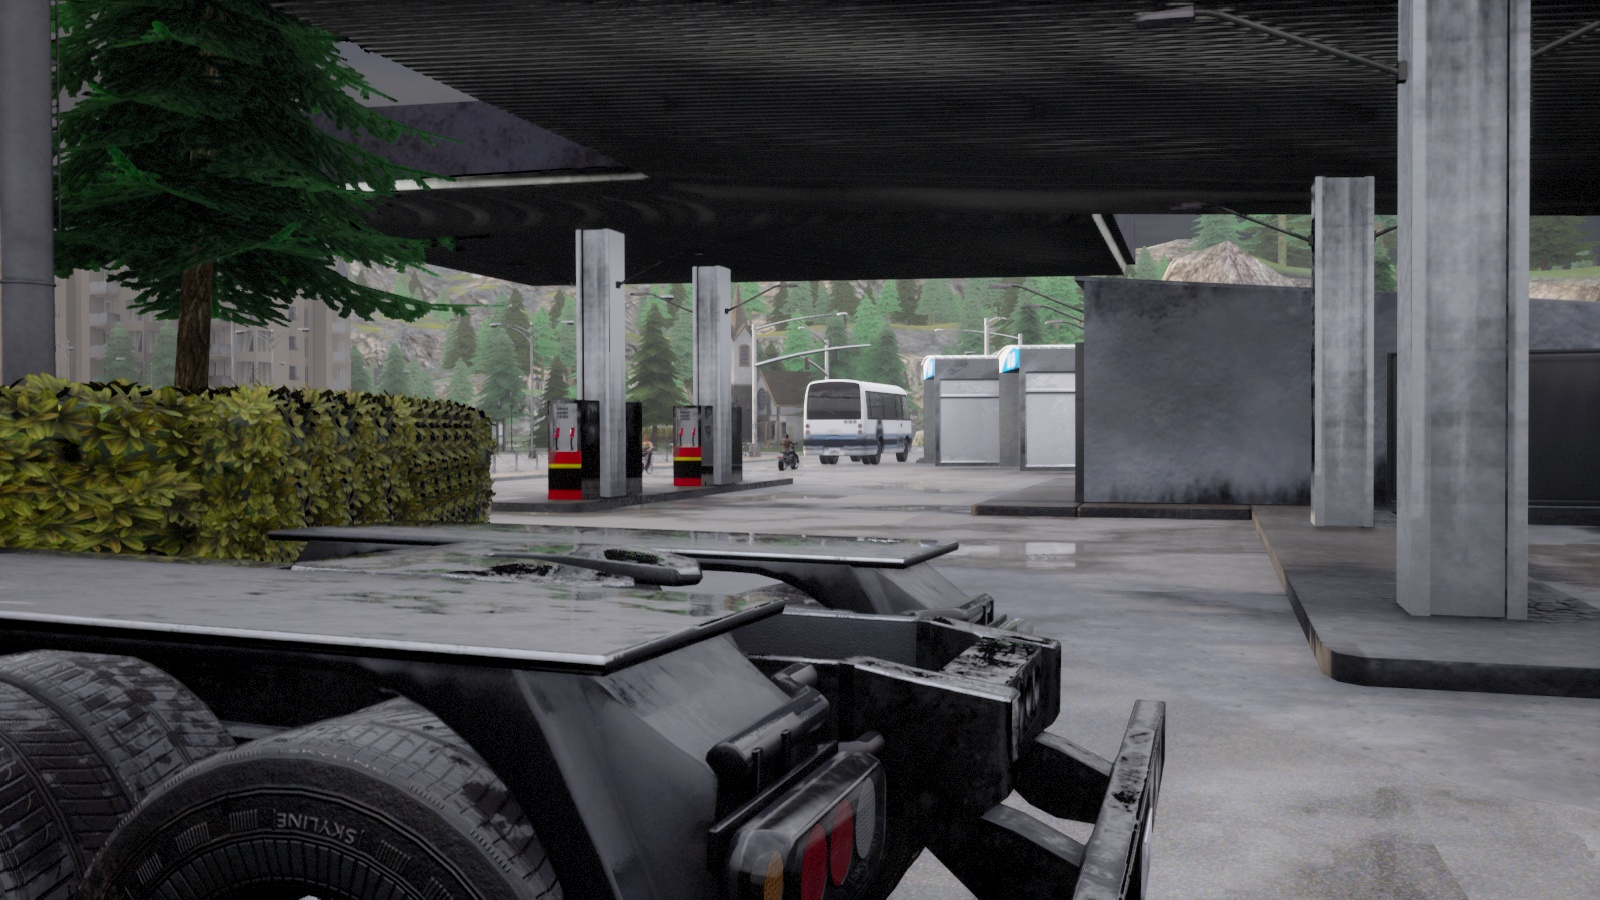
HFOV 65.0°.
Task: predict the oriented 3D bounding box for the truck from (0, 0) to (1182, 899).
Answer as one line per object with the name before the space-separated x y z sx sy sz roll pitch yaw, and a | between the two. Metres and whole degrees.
truck | -2.956 -0.166 4.152 7.936 3.462 2.891 1 0 18

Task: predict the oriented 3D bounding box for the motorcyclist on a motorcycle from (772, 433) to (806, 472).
motorcyclist on a motorcycle | -0.477 0.093 54.910 0.766 1.649 2.350 1 1 19

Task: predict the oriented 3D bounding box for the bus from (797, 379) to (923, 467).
bus | 3.382 -1.402 66.345 3.944 4.253 10.273 1 1 19
